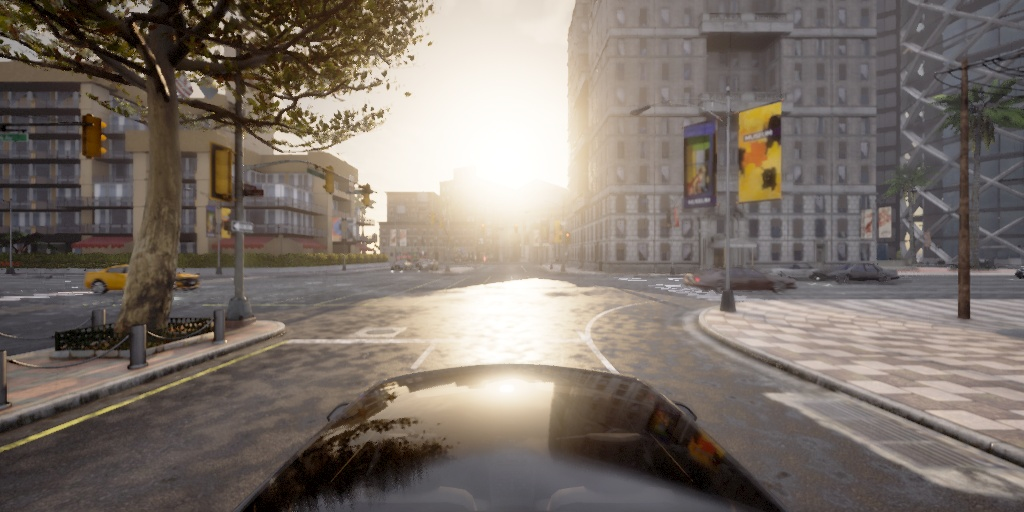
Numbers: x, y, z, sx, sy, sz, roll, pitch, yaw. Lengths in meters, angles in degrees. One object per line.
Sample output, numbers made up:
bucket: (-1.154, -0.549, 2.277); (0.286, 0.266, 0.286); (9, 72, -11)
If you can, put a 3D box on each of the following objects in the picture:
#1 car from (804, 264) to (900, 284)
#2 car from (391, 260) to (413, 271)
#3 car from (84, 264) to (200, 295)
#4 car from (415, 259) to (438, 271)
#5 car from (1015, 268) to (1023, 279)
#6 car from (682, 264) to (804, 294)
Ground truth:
car: (25.314, 1.277, 26.551); (5.357, 1.411, 2.033); (0, 0, 0)
car: (-15.025, 1.275, 49.025); (1.994, 1.385, 4.181); (0, 0, 1)
car: (-19.683, 1.177, 19.228); (5.008, 1.535, 1.882); (0, 0, 0)
car: (-11.515, 1.202, 49.714); (2.128, 1.511, 4.902); (0, 0, 1)
car: (45.263, 1.252, 29.958); (4.674, 1.442, 1.812); (0, 0, 0)
car: (12.179, 1.283, 19.385); (5.357, 1.411, 2.033); (0, 0, 0)
